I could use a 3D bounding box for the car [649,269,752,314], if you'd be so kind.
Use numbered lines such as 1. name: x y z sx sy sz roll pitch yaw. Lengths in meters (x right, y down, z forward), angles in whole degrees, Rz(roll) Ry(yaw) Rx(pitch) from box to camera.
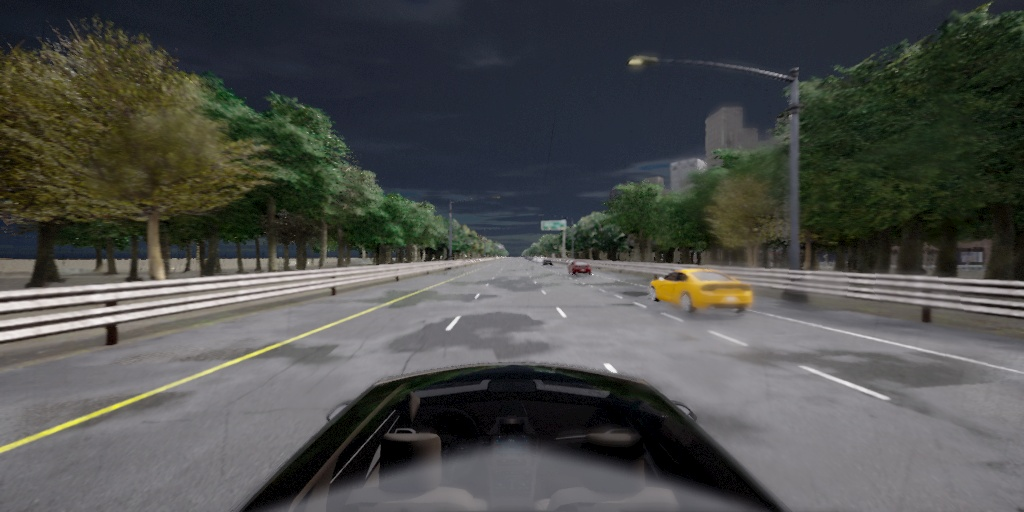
1. car: 7.009 1.242 13.955 1.882 1.535 5.008 0 -1 0

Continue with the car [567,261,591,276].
1. car: 7.073 1.259 38.079 1.882 1.535 5.008 0 0 0
